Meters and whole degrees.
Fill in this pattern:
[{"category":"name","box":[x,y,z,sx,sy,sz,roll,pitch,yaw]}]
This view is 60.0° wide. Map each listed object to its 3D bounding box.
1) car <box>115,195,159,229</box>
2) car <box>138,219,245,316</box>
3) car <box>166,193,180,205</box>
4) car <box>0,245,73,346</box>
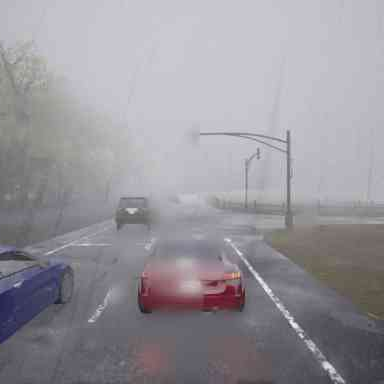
[{"category":"car","box":[-3.428,1.230,21.594,2.150,2.045,5.566,0,0,0]},{"category":"car","box":[-0.007,1.566,7.640,1.994,1.385,4.181,0,0,0]},{"category":"car","box":[-3.482,1.227,61.144,2.150,2.045,5.566,0,0,0]},{"category":"car","box":[-3.407,1.527,5.120,1.812,1.442,4.674,0,0,0]}]
